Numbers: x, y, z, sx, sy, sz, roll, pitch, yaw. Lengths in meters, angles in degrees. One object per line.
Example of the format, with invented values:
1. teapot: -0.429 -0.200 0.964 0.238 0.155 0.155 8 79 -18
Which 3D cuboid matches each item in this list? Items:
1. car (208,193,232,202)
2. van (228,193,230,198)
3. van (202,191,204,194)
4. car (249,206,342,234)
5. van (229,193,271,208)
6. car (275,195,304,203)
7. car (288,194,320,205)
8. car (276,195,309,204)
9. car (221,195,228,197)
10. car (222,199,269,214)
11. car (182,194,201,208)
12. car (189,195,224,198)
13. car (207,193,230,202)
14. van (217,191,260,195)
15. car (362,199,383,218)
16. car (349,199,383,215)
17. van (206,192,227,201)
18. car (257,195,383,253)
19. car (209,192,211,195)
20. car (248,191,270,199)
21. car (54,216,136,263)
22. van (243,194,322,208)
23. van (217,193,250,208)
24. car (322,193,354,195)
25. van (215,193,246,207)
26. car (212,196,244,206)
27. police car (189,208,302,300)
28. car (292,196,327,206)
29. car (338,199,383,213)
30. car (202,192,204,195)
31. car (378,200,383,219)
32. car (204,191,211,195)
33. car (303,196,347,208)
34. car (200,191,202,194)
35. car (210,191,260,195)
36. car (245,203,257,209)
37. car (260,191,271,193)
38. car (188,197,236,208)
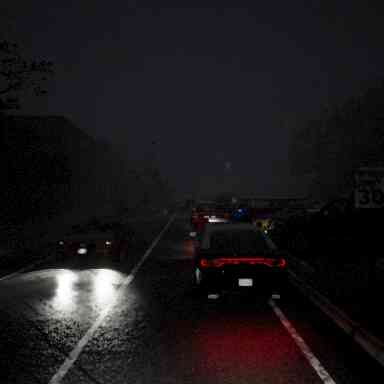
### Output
1. car: 5.561 1.155 66.474 4.553 1.767 2.185 0 0 0
2. van: 5.798 1.274 30.026 4.442 1.987 1.878 0 0 0
3. van: 5.428 0.915 86.095 4.442 1.987 1.878 0 0 0
4. car: 5.711 1.539 18.810 4.674 1.452 2.002 0 0 0
5. van: 5.572 1.278 27.224 4.442 1.987 1.878 0 0 0
6. car: 18.684 1.300 64.075 4.892 1.521 2.231 0 0 0
7. car: 18.729 1.233 55.747 4.553 1.767 2.185 0 0 0
8. car: 18.500 1.316 61.298 5.366 1.575 1.946 0 0 0
9. car: 5.667 1.476 38.440 4.892 1.521 2.231 0 0 0
10. car: 5.665 1.528 35.637 4.674 1.452 2.002 0 0 0
11. car: -0.031 1.408 45.960 1.882 1.535 5.008 0 0 0
12. car: 0.950 1.350 24.484 2.097 1.767 4.553 0 0 0
13. car: 5.554 1.135 69.277 4.553 1.767 2.185 0 0 0
14. van: 5.771 1.235 41.246 4.442 1.987 1.878 0 0 0
15. car: 18.944 1.497 30.762 5.366 1.575 1.946 0 0 0
16. car: 18.723 1.527 33.534 4.792 1.488 2.163 0 0 0
17. van: 5.455 0.995 74.882 4.442 1.987 1.878 0 0 0
18. car: 5.694 1.243 13.203 5.566 2.045 2.435 0 0 0
19. car: 5.651 1.235 55.261 4.553 1.767 2.185 0 0 0
20. car: 18.581 0.849 91.957 5.566 2.045 2.435 0 0 0
21. car: -3.262 1.572 11.903 1.994 1.385 4.181 0 0 0
22. van: 5.819 1.275 21.614 4.442 1.987 1.878 0 0 0
23. van: 5.757 1.195 46.851 4.442 1.987 1.878 0 0 0
24. car: 18.711 1.221 39.091 5.566 2.045 2.435 0 0 0
25. van: 5.750 1.175 49.654 4.442 1.987 1.878 0 0 0
26. car: 5.620 1.382 52.459 4.892 1.521 2.231 0 0 0
27. police car: 0.967 1.432 8.604 1.930 1.638 5.238 0 0 0
28. car: 18.677 1.408 52.971 4.792 1.488 2.163 0 0 0
29. car: 18.774 1.515 36.317 4.792 1.488 2.163 0 0 0
30. car: 5.560 1.201 77.687 5.008 1.535 2.097 0 0 0
31. car: 18.761 1.503 27.985 5.008 1.535 2.097 0 0 0
32. car: 5.578 1.070 60.867 5.566 2.045 2.435 0 0 0
33. car: 18.905 1.415 47.420 5.366 1.575 1.946 0 0 0
34. car: 5.716 1.098 91.704 5.366 1.575 1.946 0 0 0
35. car: 5.619 1.190 44.046 5.566 2.045 2.435 0 0 0
36. car: 5.530 1.494 16.007 5.366 1.575 1.946 0 0 0
37. car: 18.588 0.868 89.296 5.566 2.045 2.435 0 0 0
38. car: 0.956 1.357 18.477 2.097 1.767 4.553 0 0 0
